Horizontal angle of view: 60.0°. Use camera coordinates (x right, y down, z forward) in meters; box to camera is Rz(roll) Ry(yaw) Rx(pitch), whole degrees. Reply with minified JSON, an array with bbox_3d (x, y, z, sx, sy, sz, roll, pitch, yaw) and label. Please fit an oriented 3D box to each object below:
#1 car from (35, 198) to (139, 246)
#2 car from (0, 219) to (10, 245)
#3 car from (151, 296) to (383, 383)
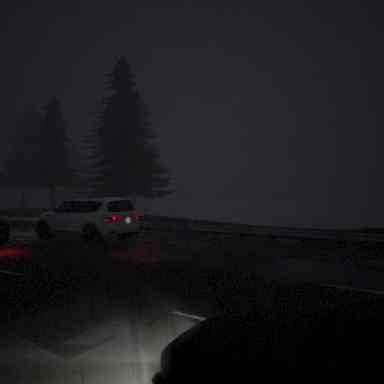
[{"bbox_3d":[-5.046,1.289,15.794,5.566,2.045,2.150,0,0,32],"label":"car"},{"bbox_3d":[-10.111,1.606,14.677,4.892,1.490,1.837,0,-1,30],"label":"car"},{"bbox_3d":[2.214,1.535,2.413,5.357,1.411,2.033,0,0,36],"label":"car"}]
